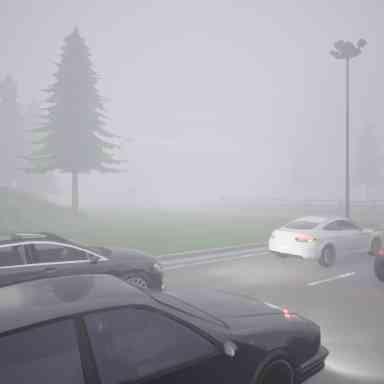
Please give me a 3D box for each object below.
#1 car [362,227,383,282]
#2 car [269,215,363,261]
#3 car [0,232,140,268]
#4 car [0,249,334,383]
[{"bbox_3d":[6.460,1.562,8.394,4.181,1.385,1.994,0,0,-35],"label":"car"},{"bbox_3d":[4.622,1.524,11.376,4.674,1.442,1.812,0,0,-35],"label":"car"},{"bbox_3d":[-2.807,1.491,6.043,4.902,1.511,2.128,0,0,-35],"label":"car"},{"bbox_3d":[-1.044,1.547,3.000,5.357,1.411,2.033,0,0,-36],"label":"car"}]
